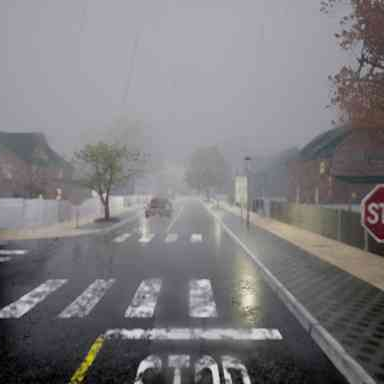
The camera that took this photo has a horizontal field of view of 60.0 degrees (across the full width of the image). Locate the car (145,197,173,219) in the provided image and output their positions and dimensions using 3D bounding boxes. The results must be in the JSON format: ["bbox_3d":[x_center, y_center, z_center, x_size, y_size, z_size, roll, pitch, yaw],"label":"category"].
[{"bbox_3d":[-2.724,1.260,28.346,2.097,1.767,4.553,0,0,0],"label":"car"}]
